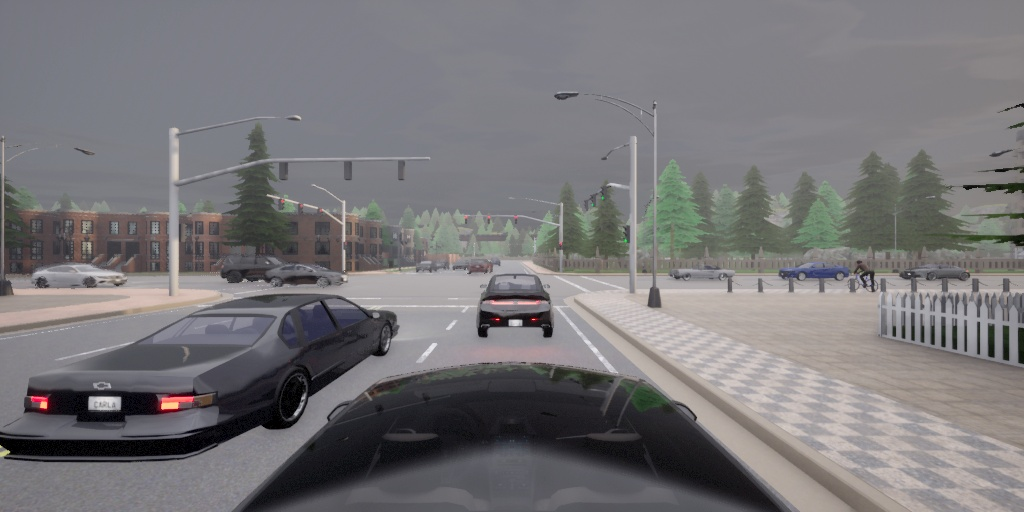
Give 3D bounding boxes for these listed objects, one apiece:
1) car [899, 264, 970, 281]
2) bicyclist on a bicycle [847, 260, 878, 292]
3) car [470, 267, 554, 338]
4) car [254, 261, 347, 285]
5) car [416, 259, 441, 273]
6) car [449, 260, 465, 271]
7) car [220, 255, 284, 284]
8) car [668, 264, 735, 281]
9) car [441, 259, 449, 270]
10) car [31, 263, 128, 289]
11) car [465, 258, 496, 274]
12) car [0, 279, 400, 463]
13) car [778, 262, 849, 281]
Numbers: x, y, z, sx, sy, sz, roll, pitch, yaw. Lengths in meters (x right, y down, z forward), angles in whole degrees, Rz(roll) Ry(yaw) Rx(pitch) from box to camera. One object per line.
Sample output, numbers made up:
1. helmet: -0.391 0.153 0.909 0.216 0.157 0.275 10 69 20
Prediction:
1. car: 34.847 1.314 29.636 4.181 1.385 1.994 0 0 1
2. bicyclist on a bicycle: 18.260 1.052 18.693 0.582 1.620 1.656 0 0 0
3. car: 0.087 1.242 10.217 2.128 1.511 4.902 0 0 0
4. car: -13.106 1.242 22.923 4.902 1.511 2.128 0 0 0
5. car: -10.557 1.276 44.543 1.812 1.442 4.674 0 0 0
6. car: -7.063 1.255 49.960 1.837 1.490 4.892 0 0 0
7. car: -18.240 0.973 26.525 5.566 2.045 2.150 0 0 -2
8. car: 15.581 1.351 29.681 4.718 1.301 1.895 0 0 0
9. car: -10.554 1.241 53.651 2.128 1.511 4.902 0 0 0
10. car: -27.450 1.275 22.795 4.674 1.442 1.812 0 0 -2
11. car: -3.472 1.102 40.217 2.097 1.767 4.553 0 0 6
12. car: -3.434 1.297 5.552 2.033 1.411 5.357 0 0 1
13. car: 24.872 1.228 29.664 5.008 1.535 1.882 0 0 0
